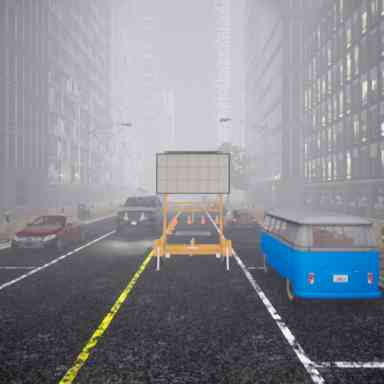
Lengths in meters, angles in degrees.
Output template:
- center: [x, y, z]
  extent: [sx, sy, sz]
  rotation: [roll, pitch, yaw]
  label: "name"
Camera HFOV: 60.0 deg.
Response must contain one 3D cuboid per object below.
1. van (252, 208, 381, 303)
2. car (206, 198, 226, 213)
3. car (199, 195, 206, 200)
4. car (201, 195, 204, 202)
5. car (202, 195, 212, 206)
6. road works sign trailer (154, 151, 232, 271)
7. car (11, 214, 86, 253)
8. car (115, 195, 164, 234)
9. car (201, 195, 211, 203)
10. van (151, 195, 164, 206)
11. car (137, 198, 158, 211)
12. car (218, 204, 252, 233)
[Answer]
- center: [2.714, 1.341, 7.907]
  extent: [1.690, 1.788, 3.998]
  rotation: [0, 0, 0]
  label: "van"
- center: [2.809, 1.581, 36.368]
  extent: [1.802, 1.307, 4.206]
  rotation: [0, 0, 0]
  label: "car"
- center: [3.000, 1.462, 93.293]
  extent: [1.887, 1.381, 4.507]
  rotation: [0, 0, 0]
  label: "car"
- center: [2.866, 1.538, 53.446]
  extent: [2.008, 1.369, 4.403]
  rotation: [0, 0, 0]
  label: "car"
- center: [2.848, 1.544, 47.753]
  extent: [2.008, 1.369, 4.403]
  rotation: [0, 0, 0]
  label: "car"
- center: [0.034, 0.464, 10.935]
  extent: [2.380, 3.560, 2.880]
  rotation: [0, 0, 0]
  label: "road works sign trailer"
- center: [-5.648, 1.582, 13.629]
  extent: [1.802, 1.307, 4.206]
  rotation: [0, 0, 0]
  label: "car"
- center: [-2.937, 1.221, 19.636]
  extent: [2.150, 2.045, 5.566]
  rotation: [0, 0, 0]
  label: "car"
- center: [2.924, 1.401, 70.523]
  extent: [1.967, 1.590, 4.097]
  rotation: [0, 0, 0]
  label: "car"
- center: [-5.514, 1.328, 53.477]
  extent: [1.690, 1.788, 3.998]
  rotation: [0, 0, 0]
  label: "van"
- center: [-5.552, 1.548, 42.092]
  extent: [2.008, 1.369, 4.403]
  rotation: [0, 0, 0]
  label: "car"
- center: [2.752, 1.581, 19.291]
  extent: [1.802, 1.307, 4.206]
  rotation: [0, 0, 0]
  label: "car"
